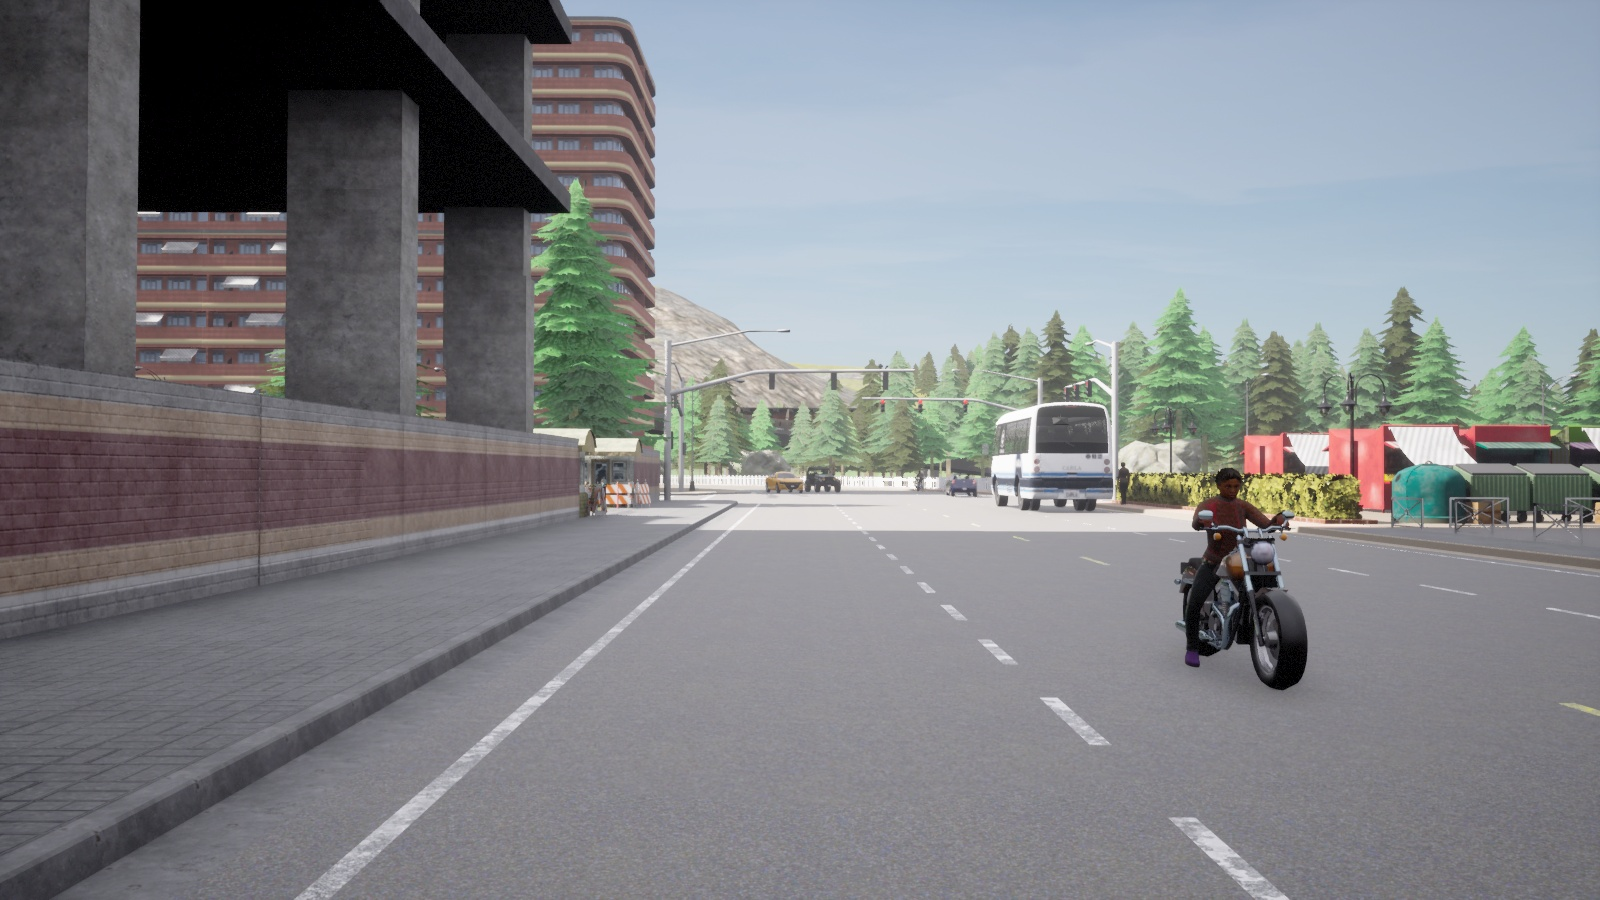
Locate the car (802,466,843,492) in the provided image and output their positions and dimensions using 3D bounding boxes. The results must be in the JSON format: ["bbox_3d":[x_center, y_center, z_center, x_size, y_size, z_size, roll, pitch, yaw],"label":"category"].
[{"bbox_3d":[1.646,2.164,93.155,1.905,1.878,3.866,0,-1,-18],"label":"car"}]

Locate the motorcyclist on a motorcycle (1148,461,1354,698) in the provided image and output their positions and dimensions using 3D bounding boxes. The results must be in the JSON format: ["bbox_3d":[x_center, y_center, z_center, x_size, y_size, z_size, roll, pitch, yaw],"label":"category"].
[{"bbox_3d":[3.475,0.918,9.942,0.766,1.649,2.350,0,-1,0],"label":"motorcyclist on a motorcycle"}]

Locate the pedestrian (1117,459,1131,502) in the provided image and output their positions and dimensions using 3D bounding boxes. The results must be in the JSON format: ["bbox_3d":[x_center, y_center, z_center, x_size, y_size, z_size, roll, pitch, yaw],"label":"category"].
[{"bbox_3d":[13.798,1.310,53.512,0.328,1.805,0.869,0,-1,-3],"label":"pedestrian"}]

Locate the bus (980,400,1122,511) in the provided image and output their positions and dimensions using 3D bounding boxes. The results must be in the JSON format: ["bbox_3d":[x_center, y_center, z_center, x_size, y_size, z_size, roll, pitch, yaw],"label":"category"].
[{"bbox_3d":[10.362,0.289,53.273,3.944,4.253,10.273,0,-1,0],"label":"bus"}]

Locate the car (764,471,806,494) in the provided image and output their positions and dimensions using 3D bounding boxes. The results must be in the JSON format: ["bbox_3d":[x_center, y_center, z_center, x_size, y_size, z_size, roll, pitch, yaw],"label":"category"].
[{"bbox_3d":[-1.119,2.303,89.900,1.882,1.535,5.008,0,-1,-15],"label":"car"}]

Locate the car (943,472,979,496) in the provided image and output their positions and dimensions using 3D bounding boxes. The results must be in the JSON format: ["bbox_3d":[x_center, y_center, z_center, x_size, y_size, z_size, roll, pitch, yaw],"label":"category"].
[{"bbox_3d":[10.296,2.168,80.501,1.845,1.501,3.633,0,-1,0],"label":"car"}]
